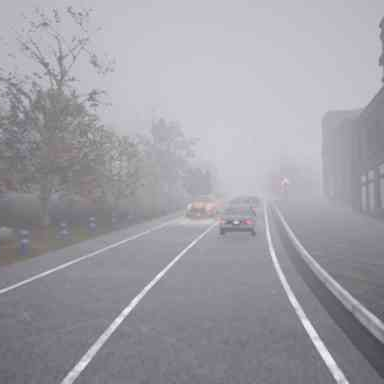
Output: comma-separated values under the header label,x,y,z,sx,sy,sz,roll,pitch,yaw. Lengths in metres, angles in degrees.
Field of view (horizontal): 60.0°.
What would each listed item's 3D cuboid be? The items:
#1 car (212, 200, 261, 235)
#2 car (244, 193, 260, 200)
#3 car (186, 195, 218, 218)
label,x,y,z,sx,sy,sz,roll,pitch,yaw
car,2.595,1.424,18.171,2.033,1.411,5.357,-1,1,12
car,7.590,0.841,42.204,1.812,1.442,4.674,-1,1,12
car,0.923,1.072,27.153,2.097,1.767,4.553,-1,1,12
